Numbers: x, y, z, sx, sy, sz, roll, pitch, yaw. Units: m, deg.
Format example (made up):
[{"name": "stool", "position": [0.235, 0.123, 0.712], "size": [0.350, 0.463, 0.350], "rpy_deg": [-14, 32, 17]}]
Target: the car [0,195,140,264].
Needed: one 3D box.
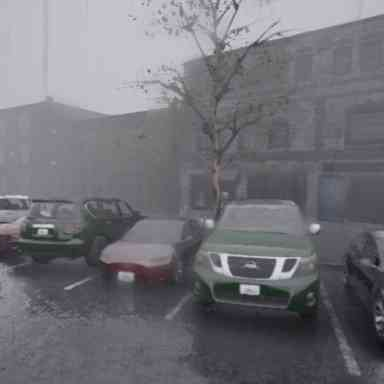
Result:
[{"name": "car", "position": [-3.245, 1.184, 11.427], "size": [2.435, 2.045, 5.566], "rpy_deg": [0, -1, 15]}]

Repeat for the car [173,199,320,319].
[{"name": "car", "position": [1.649, 1.215, 7.885], "size": [2.435, 2.045, 5.566], "rpy_deg": [1, 0, 15]}]

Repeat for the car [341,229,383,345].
[{"name": "car", "position": [4.093, 1.511, 6.140], "size": [2.163, 1.488, 4.792], "rpy_deg": [1, 0, 15]}]

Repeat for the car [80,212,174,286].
[{"name": "car", "position": [-0.806, 1.480, 9.625], "size": [2.163, 1.488, 4.792], "rpy_deg": [1, 0, 15]}]
